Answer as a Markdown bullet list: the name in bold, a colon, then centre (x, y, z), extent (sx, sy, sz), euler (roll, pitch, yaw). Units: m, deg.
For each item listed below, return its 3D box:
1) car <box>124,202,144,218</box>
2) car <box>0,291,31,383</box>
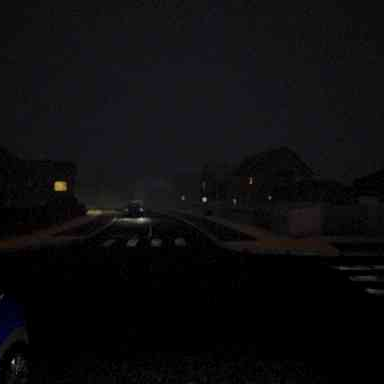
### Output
- **car**: centre (-6.525, 1.961, 37.270), extent (2.097, 1.767, 4.553), euler (0, -1, -11)
- **car**: centre (-2.790, 1.376, 1.757), extent (2.097, 1.767, 4.553), euler (0, -1, -1)
